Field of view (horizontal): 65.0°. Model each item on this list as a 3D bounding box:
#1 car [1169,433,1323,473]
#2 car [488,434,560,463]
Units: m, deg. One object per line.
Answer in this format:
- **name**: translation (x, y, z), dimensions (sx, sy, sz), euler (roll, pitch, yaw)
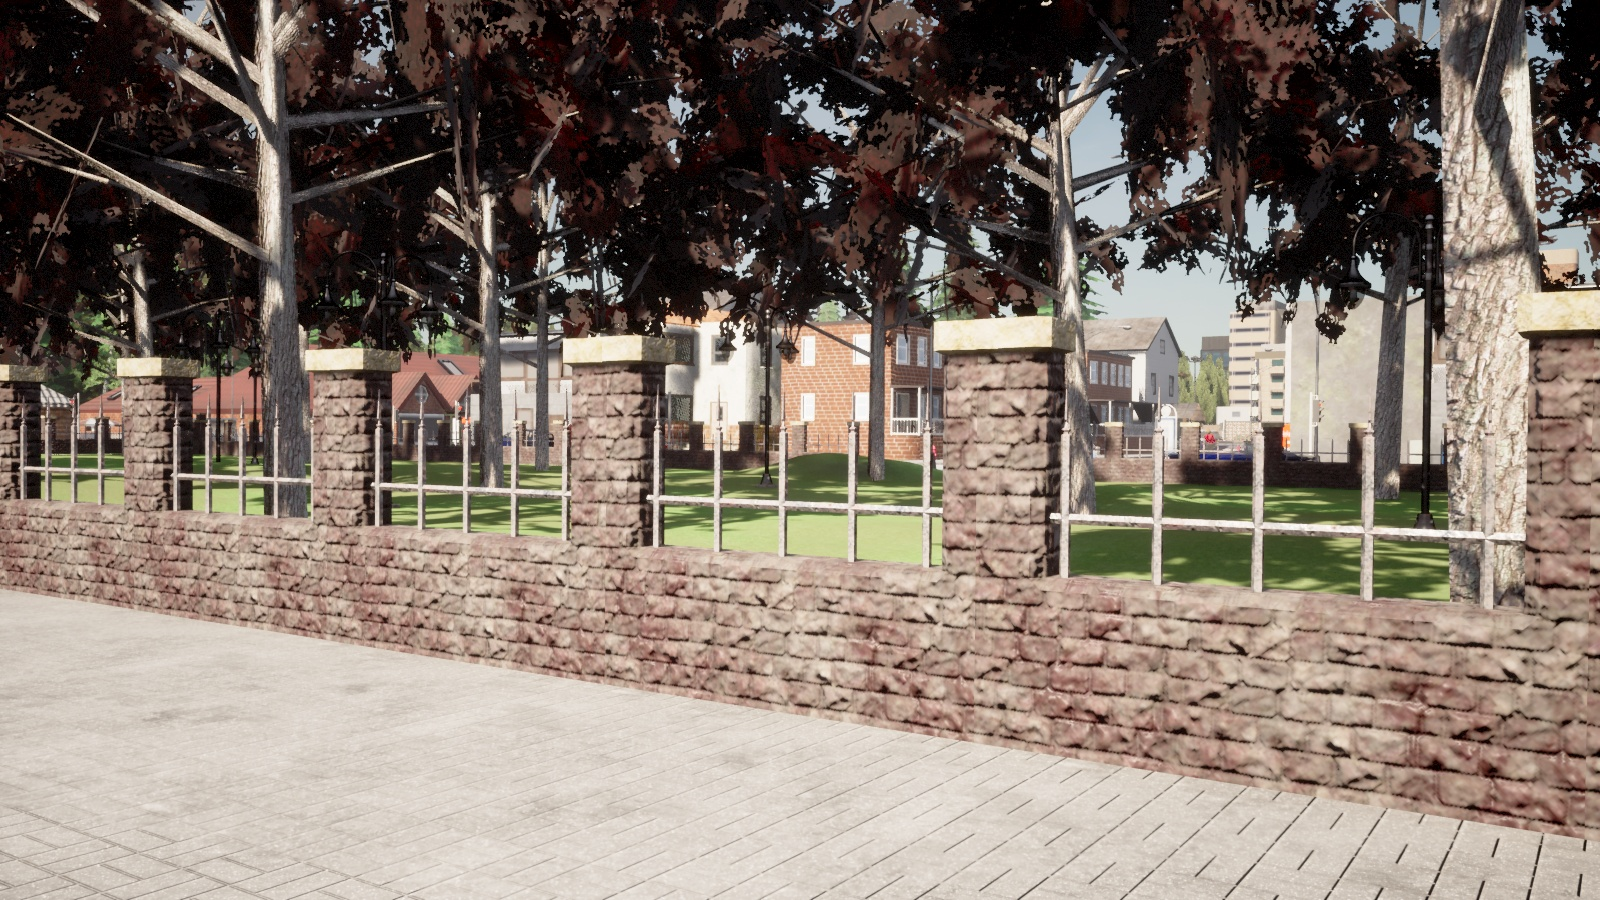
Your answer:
- **car**: translation (15.414, 0.098, 43.513), dimensions (4.718, 1.301, 1.895), euler (0, 1, 34)
- **car**: translation (-15.112, -0.091, 68.697), dimensions (3.705, 1.549, 1.789), euler (0, 1, 34)
